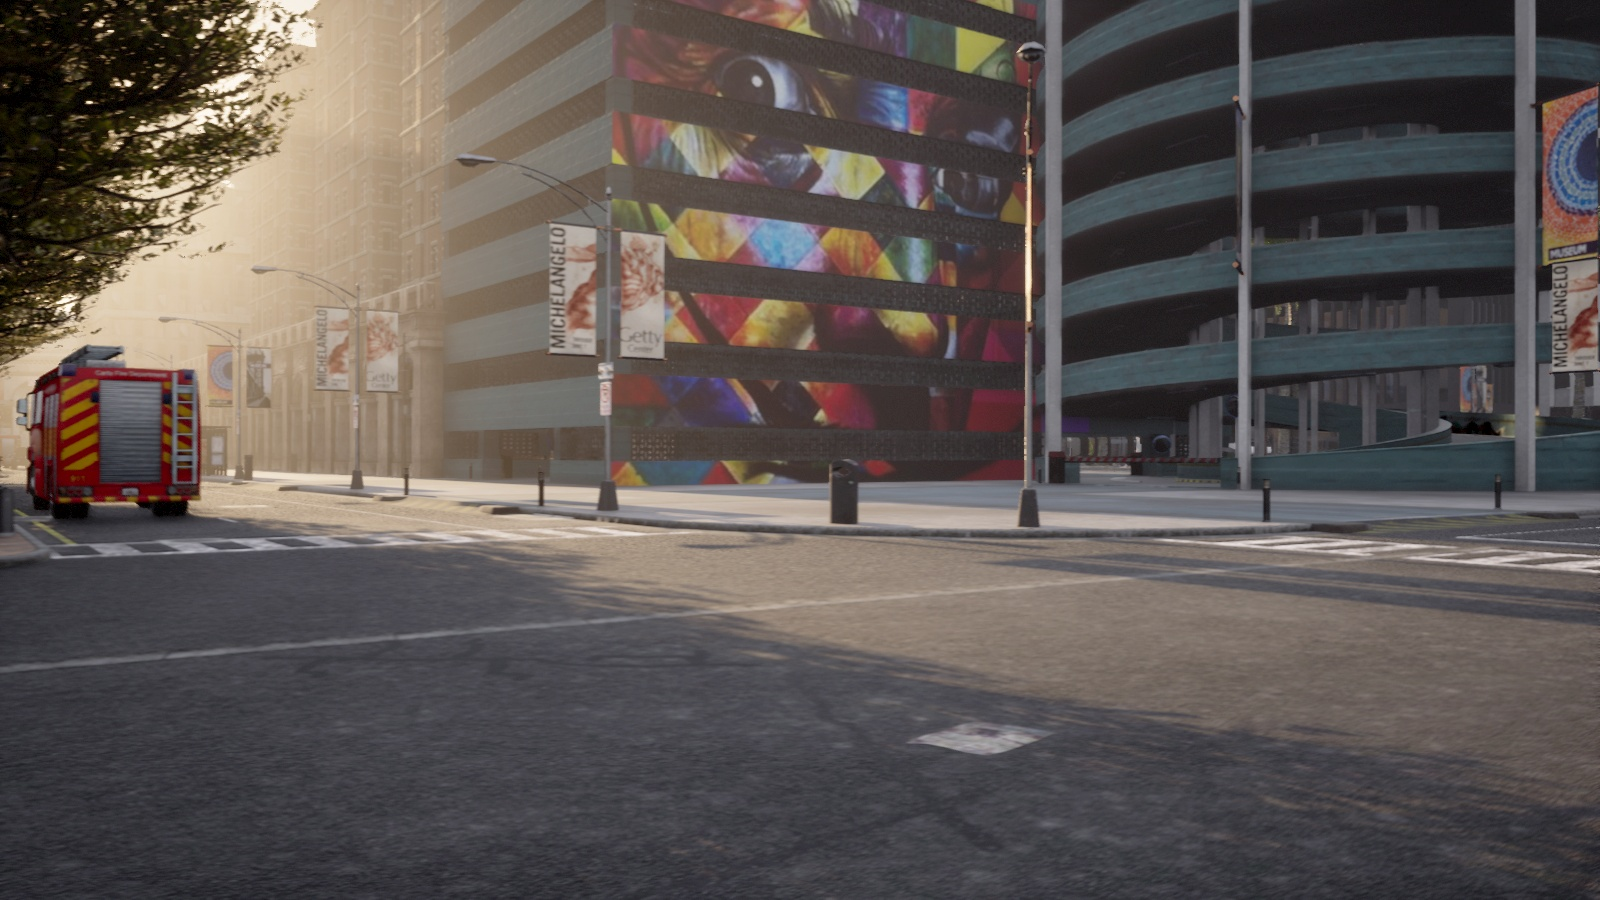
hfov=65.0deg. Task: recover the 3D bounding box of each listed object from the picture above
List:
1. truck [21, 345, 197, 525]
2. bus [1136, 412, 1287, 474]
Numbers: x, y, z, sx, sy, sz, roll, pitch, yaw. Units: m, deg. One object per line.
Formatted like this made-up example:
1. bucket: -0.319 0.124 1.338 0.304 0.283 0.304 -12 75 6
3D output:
1. truck: -17.255 -0.307 31.035 2.891 3.827 8.468 0 0 -35
2. bus: 30.174 -0.468 92.681 3.944 4.253 10.273 0 0 -35
